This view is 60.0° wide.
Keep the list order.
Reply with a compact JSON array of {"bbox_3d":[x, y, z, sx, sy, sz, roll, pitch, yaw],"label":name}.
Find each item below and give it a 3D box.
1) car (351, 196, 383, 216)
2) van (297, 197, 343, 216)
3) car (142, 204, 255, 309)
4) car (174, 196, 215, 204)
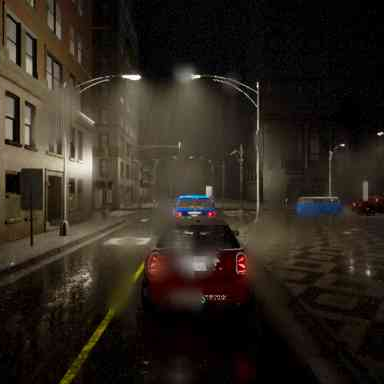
[{"bbox_3d":[17.421,1.323,30.842,5.009,1.841,2.192,0,0,-1],"label":"car"},{"bbox_3d":[11.780,1.350,30.766,3.998,1.788,1.690,0,0,-1],"label":"van"},{"bbox_3d":[0.116,1.347,8.030,2.097,1.767,4.553,0,0,0],"label":"car"},{"bbox_3d":[0.132,1.208,17.887,2.150,2.045,5.566,0,0,0],"label":"car"}]
